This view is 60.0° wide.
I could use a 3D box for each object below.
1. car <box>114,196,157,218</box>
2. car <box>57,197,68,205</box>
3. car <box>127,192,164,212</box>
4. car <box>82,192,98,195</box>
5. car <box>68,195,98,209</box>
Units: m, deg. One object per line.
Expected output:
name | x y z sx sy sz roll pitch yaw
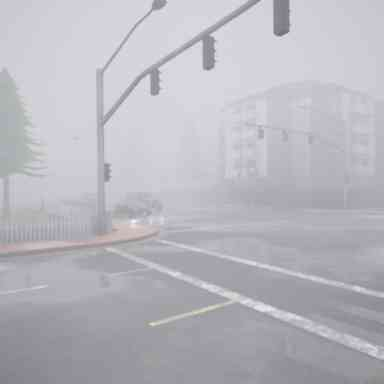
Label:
car | -5.053 1.345 27.994 1.812 1.442 4.674 -1 1 -35
car | -17.399 1.384 46.371 1.994 1.385 4.181 -1 1 -34
car | -5.008 0.986 34.150 2.150 2.045 5.566 -1 1 -34
car | -14.491 0.975 48.307 2.150 2.045 5.566 -1 1 -34
car | -13.042 1.379 39.937 1.994 1.385 4.181 -1 0 -34
